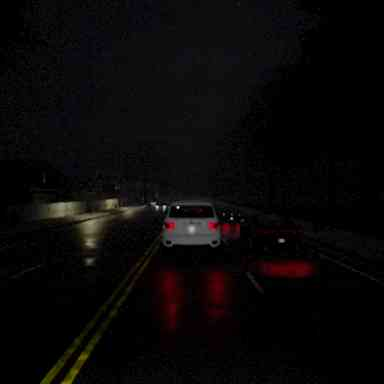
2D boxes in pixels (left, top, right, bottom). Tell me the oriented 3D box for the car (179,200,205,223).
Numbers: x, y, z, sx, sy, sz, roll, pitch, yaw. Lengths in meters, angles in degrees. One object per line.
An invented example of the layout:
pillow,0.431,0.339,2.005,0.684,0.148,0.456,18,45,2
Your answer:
car,-0.031,1.629,29.067,2.097,1.767,4.553,0,-1,0

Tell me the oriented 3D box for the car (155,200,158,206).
car,-6.584,2.211,70.966,1.812,1.442,4.674,0,-1,0

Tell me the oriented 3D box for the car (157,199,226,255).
car,-0.015,1.350,14.024,2.150,2.045,5.566,0,0,0

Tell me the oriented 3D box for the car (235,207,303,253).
car,3.238,1.615,14.481,1.882,1.535,5.008,0,0,0

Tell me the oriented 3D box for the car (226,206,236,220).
car,3.217,1.881,29.107,1.895,1.301,4.718,0,-1,0

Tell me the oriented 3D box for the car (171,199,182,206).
car,-3.334,2.212,70.970,2.128,1.511,4.902,0,-1,0
